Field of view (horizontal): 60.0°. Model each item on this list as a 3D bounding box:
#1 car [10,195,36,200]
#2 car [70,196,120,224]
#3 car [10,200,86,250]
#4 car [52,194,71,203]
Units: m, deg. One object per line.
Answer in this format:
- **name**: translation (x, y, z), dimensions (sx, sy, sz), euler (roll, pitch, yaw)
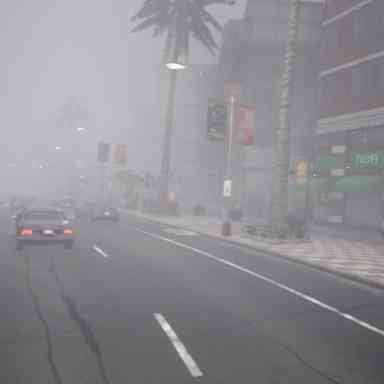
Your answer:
- **car**: translation (-13.336, 0.930, 26.278), dimensions (1.895, 1.301, 4.718), euler (3, 0, -29)
- **car**: translation (-6.293, 1.232, 21.883), dimensions (1.994, 1.385, 4.181), euler (3, 0, -35)
- **car**: translation (-5.779, 1.254, 12.793), dimensions (2.033, 1.411, 5.357), euler (3, 0, -29)
- **car**: translation (-12.126, 0.903, 31.397), dimensions (1.812, 1.442, 4.674), euler (3, 0, -30)
